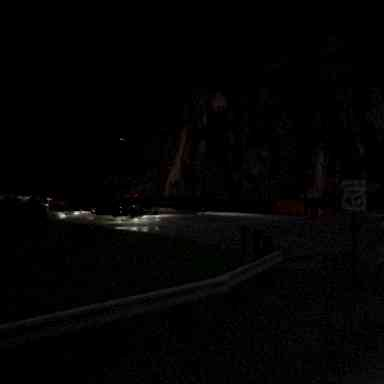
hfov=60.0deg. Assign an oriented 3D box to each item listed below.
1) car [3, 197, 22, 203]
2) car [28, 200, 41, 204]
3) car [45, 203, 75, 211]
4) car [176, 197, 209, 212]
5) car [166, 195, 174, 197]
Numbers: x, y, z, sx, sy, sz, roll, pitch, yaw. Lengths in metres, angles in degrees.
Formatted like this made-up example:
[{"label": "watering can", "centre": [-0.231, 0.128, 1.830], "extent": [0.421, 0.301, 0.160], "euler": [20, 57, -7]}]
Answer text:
[{"label": "car", "centre": [-30.273, 1.324, 56.065], "extent": [2.033, 1.411, 5.357], "euler": [0, 1, -43]}, {"label": "car", "centre": [-26.479, 1.349, 57.091], "extent": [2.033, 1.411, 5.357], "euler": [0, 1, -42]}, {"label": "car", "centre": [-15.648, 1.469, 40.164], "extent": [1.882, 1.535, 5.008], "euler": [0, 0, -43]}, {"label": "car", "centre": [-0.232, 1.628, 39.011], "extent": [1.895, 1.301, 4.718], "euler": [0, 0, -43]}, {"label": "car", "centre": [-5.487, 1.411, 75.678], "extent": [1.895, 1.301, 4.718], "euler": [0, 1, -43]}]
